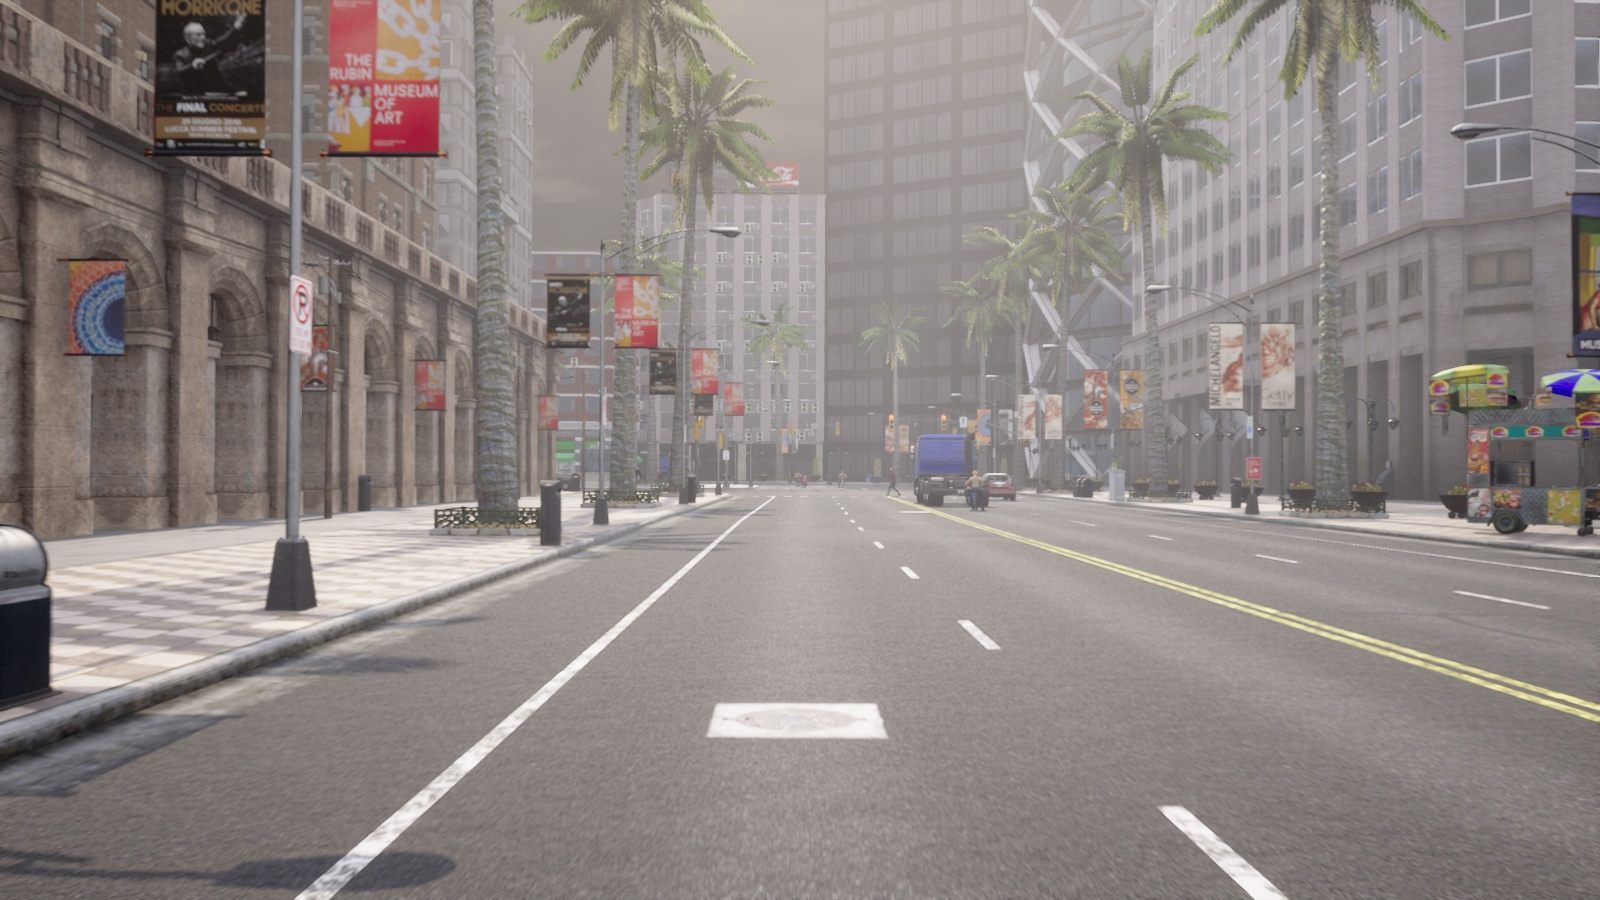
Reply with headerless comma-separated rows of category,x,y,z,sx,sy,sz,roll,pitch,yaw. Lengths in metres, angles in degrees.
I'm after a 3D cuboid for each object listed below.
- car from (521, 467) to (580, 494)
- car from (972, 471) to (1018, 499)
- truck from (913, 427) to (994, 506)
car,-18.065,2.205,90.928,3.866,1.878,1.905,0,-1,1
car,10.684,1.892,68.995,1.970,1.475,3.806,0,-1,1
truck,7.097,0.795,59.200,2.891,3.462,7.936,0,-1,0
